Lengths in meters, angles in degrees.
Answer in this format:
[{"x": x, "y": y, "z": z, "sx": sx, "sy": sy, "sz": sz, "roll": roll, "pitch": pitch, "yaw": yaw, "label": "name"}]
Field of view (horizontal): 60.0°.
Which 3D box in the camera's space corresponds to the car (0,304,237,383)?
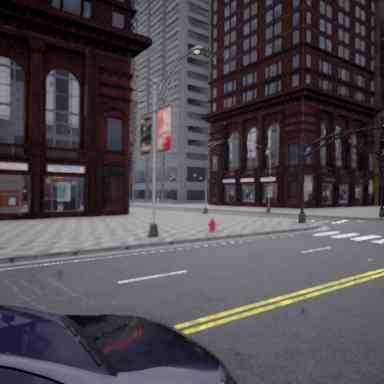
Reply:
[{"x": -1.610, "y": 1.563, "z": 2.293, "sx": 4.181, "sy": 1.385, "sz": 1.994, "roll": 0, "pitch": 0, "yaw": -35, "label": "car"}]
